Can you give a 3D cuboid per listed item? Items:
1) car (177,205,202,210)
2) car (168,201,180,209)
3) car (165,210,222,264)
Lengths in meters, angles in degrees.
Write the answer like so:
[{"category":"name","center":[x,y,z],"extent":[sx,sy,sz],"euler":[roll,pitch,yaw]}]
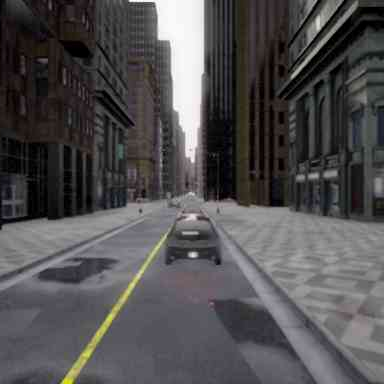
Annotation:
[{"category":"car","center":[0.046,1.898,26.718],"extent":[1.895,1.301,4.718],"euler":[0,-1,0]},{"category":"car","center":[-3.037,2.215,57.696],"extent":[1.994,1.385,4.181],"euler":[0,-1,1]},{"category":"car","center":[0.049,1.643,12.370],"extent":[1.837,1.490,4.892],"euler":[0,0,0]}]
